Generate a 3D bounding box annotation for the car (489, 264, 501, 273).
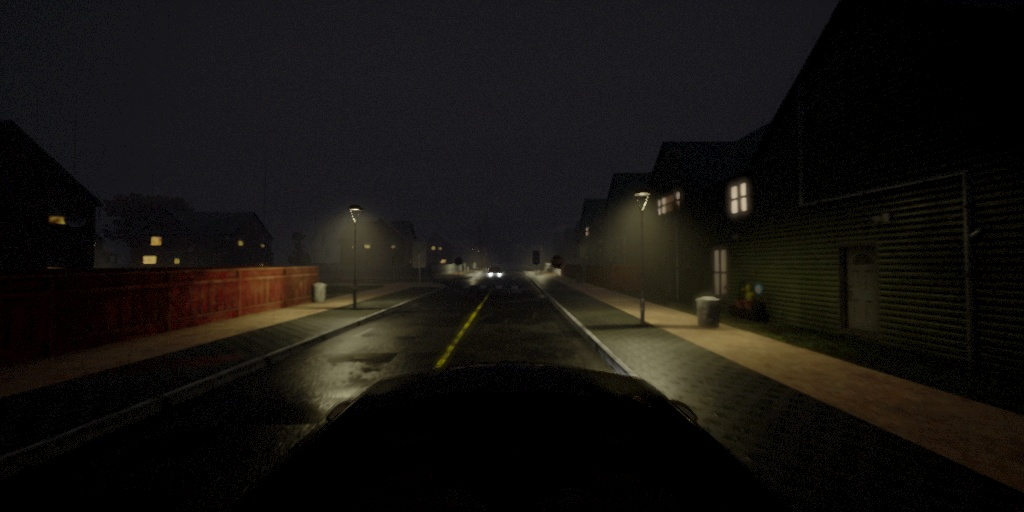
[{"bbox_3d":[-2.749,2.043,58.927,1.895,1.301,4.718,0,-1,0],"label":"car"}]
